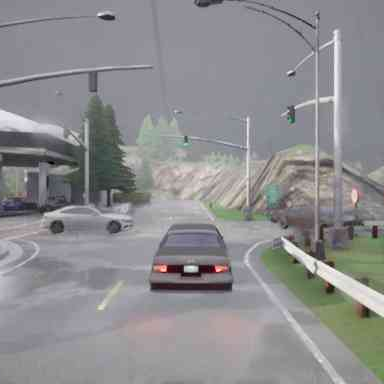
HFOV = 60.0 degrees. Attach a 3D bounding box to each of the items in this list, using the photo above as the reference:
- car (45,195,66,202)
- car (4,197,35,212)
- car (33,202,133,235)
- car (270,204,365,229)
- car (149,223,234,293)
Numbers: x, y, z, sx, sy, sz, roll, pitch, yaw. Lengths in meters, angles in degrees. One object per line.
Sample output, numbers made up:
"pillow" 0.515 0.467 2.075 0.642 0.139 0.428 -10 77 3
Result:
"car" -14.600 1.297 35.292 1.905 1.878 3.866 0 0 -1
"car" -20.315 1.462 39.558 2.242 1.667 4.611 0 0 -1
"car" -5.443 1.412 17.439 4.674 1.442 1.812 0 0 -1
"car" 6.359 1.351 17.592 2.033 1.411 5.357 0 0 -24
"car" 0.032 1.543 8.978 2.033 1.411 5.357 0 0 1
